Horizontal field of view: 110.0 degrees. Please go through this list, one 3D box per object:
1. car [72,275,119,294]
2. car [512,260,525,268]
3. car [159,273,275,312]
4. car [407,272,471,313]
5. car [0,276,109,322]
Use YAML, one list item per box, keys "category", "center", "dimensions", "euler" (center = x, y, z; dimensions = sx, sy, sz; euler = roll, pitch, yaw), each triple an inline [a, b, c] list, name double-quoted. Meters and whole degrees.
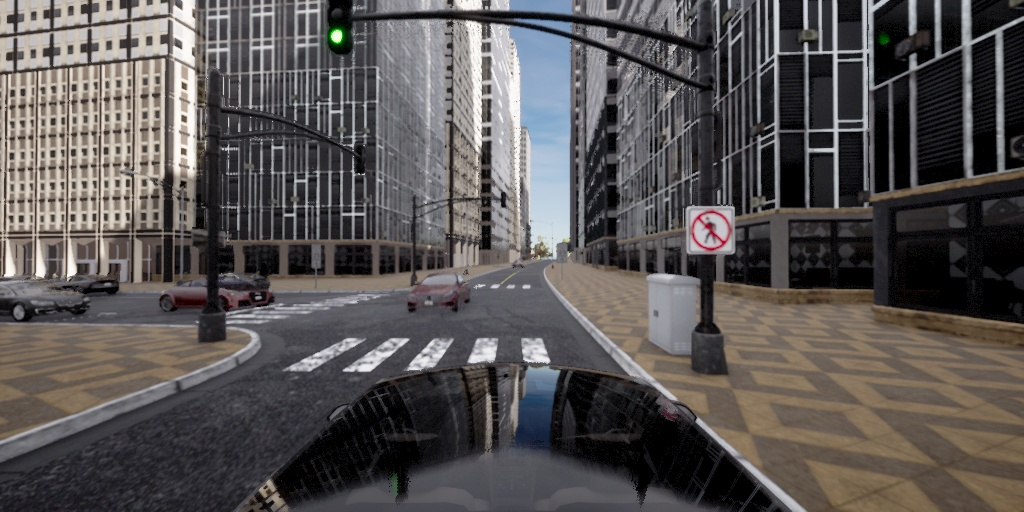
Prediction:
- category: "car"
  center: [-28.022, 1.903, 23.367]
  dimensions: [4.313, 1.339, 1.948]
  euler: [0, 0, 9]
- category: "car"
  center: [1.101, 1.452, 64.514]
  dimensions: [1.812, 1.442, 4.674]
  euler: [0, 0, 7]
- category: "car"
  center: [-12.173, 1.540, 14.886]
  dimensions: [4.181, 1.385, 1.994]
  euler: [-1, -1, 12]
- category: "car"
  center: [-2.796, 1.379, 14.640]
  dimensions: [1.812, 1.442, 4.674]
  euler: [-1, -1, 2]
- category: "car"
  center: [-18.183, 1.609, 13.368]
  dimensions: [4.403, 1.370, 2.007]
  euler: [0, 0, 9]
